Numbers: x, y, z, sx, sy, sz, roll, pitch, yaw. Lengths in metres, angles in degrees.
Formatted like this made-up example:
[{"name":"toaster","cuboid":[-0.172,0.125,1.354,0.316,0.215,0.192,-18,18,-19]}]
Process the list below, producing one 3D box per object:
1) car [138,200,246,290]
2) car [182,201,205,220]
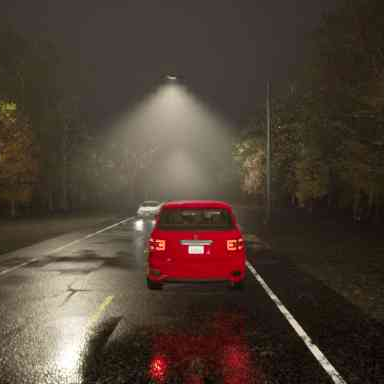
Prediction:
[{"name":"car","cuboid":[0.092,1.227,9.203,2.150,2.045,5.566,0,0,0]},{"name":"car","cuboid":[0.090,1.542,28.964,1.812,1.442,4.674,0,0,0]}]
